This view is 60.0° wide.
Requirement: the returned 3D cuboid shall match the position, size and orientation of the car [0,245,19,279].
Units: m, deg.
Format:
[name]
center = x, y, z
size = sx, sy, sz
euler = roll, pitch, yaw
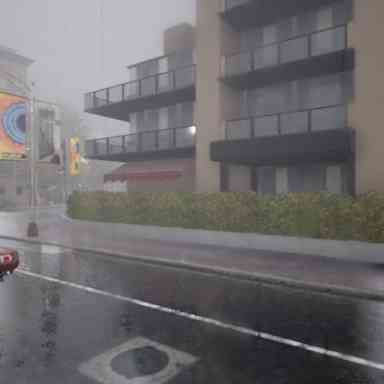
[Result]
[car]
center = -6.591, 1.615, 8.676
size = 4.718, 1.301, 1.895
euler = 0, 0, 35
